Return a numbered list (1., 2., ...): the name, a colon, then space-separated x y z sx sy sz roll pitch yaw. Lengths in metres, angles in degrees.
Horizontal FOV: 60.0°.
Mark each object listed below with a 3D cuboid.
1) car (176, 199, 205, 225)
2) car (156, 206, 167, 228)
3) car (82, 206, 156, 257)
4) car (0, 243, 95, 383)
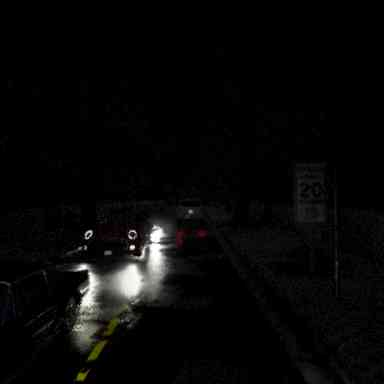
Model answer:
1. car: -0.120 1.586 27.751 2.150 2.045 5.566 0 -1 0
2. car: -2.946 1.828 25.134 2.128 1.511 4.902 0 -1 0
3. car: -2.904 1.539 13.728 2.097 1.767 4.553 0 -1 0
4. car: -2.859 1.663 4.093 1.895 1.301 4.718 0 -1 0
